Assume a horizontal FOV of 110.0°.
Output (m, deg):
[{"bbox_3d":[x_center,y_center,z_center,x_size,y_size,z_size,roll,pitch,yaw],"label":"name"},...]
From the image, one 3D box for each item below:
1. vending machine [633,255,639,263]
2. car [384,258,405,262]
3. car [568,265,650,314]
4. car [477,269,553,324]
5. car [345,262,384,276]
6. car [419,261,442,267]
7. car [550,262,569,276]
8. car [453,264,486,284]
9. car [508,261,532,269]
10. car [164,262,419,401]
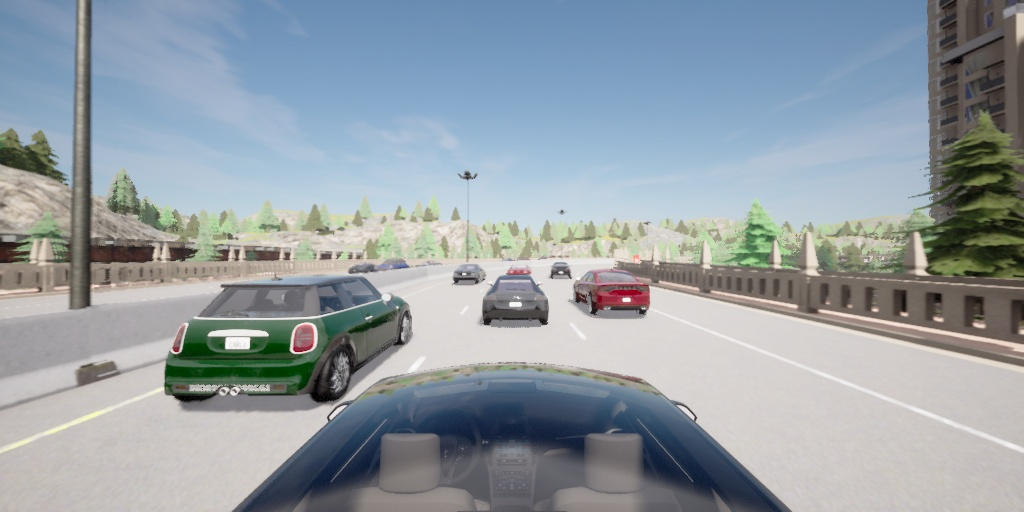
[{"bbox_3d":[19.356,0.848,55.737,1.100,2.100,0.880,0,0,26],"label":"vending machine"},{"bbox_3d":[-12.621,1.118,37.745,2.097,1.767,4.553,0,0,9],"label":"car"},{"bbox_3d":[3.601,1.231,13.739,1.882,1.535,5.008,0,0,0],"label":"car"},{"bbox_3d":[0.100,1.316,11.982,1.994,1.385,4.181,0,0,0],"label":"car"},{"bbox_3d":[-15.949,1.337,39.014,1.994,1.385,4.181,0,0,10],"label":"car"},{"bbox_3d":[-8.959,1.252,38.602,2.128,1.511,4.902,0,0,11],"label":"car"},{"bbox_3d":[4.554,1.265,33.422,1.812,1.442,4.674,0,0,7],"label":"car"},{"bbox_3d":[-3.134,1.300,27.314,2.033,1.411,5.357,0,0,4],"label":"car"},{"bbox_3d":[0.793,1.347,31.748,1.895,1.301,4.718,0,0,7],"label":"car"},{"bbox_3d":[-3.400,1.103,6.571,2.097,1.767,4.553,0,0,0],"label":"car"}]
